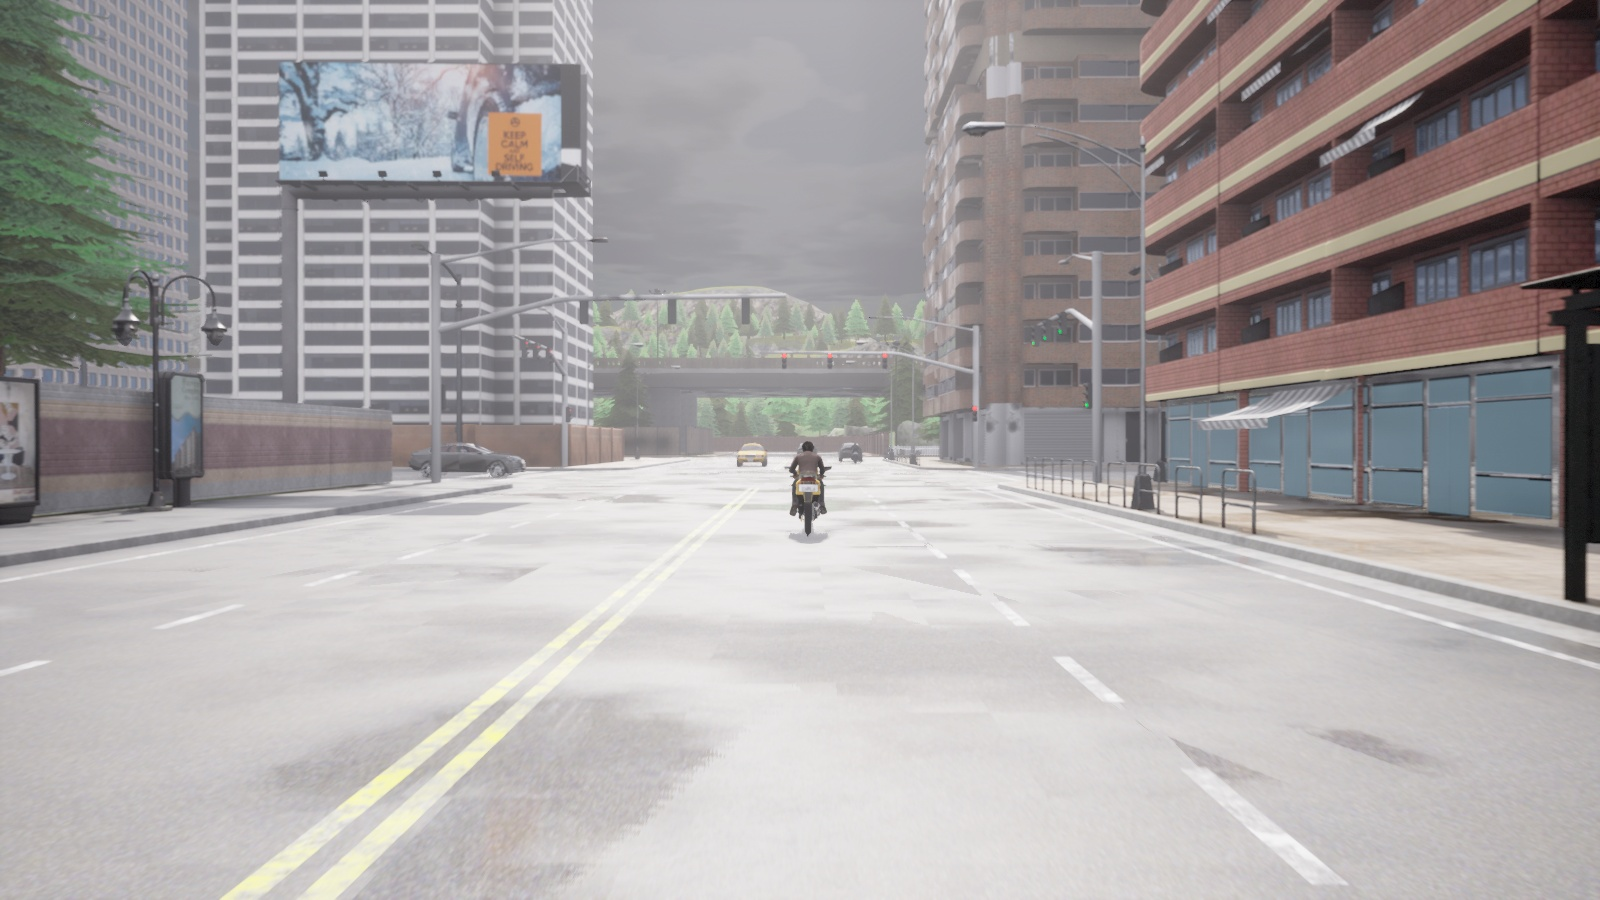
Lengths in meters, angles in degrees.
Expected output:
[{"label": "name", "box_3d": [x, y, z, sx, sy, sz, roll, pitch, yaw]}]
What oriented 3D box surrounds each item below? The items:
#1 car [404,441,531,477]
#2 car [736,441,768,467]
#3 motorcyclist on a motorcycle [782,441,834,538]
[{"label": "car", "box_3d": [-14.291, 0.386, 54.169, 4.902, 1.511, 2.128, 0, 0, -1]}, {"label": "car", "box_3d": [-3.037, 0.232, 80.078, 1.801, 1.575, 5.366, 0, 0, 0]}, {"label": "motorcyclist on a motorcycle", "box_3d": [0.131, 0.612, 20.652, 0.797, 1.523, 2.044, 0, 0, 0]}]
